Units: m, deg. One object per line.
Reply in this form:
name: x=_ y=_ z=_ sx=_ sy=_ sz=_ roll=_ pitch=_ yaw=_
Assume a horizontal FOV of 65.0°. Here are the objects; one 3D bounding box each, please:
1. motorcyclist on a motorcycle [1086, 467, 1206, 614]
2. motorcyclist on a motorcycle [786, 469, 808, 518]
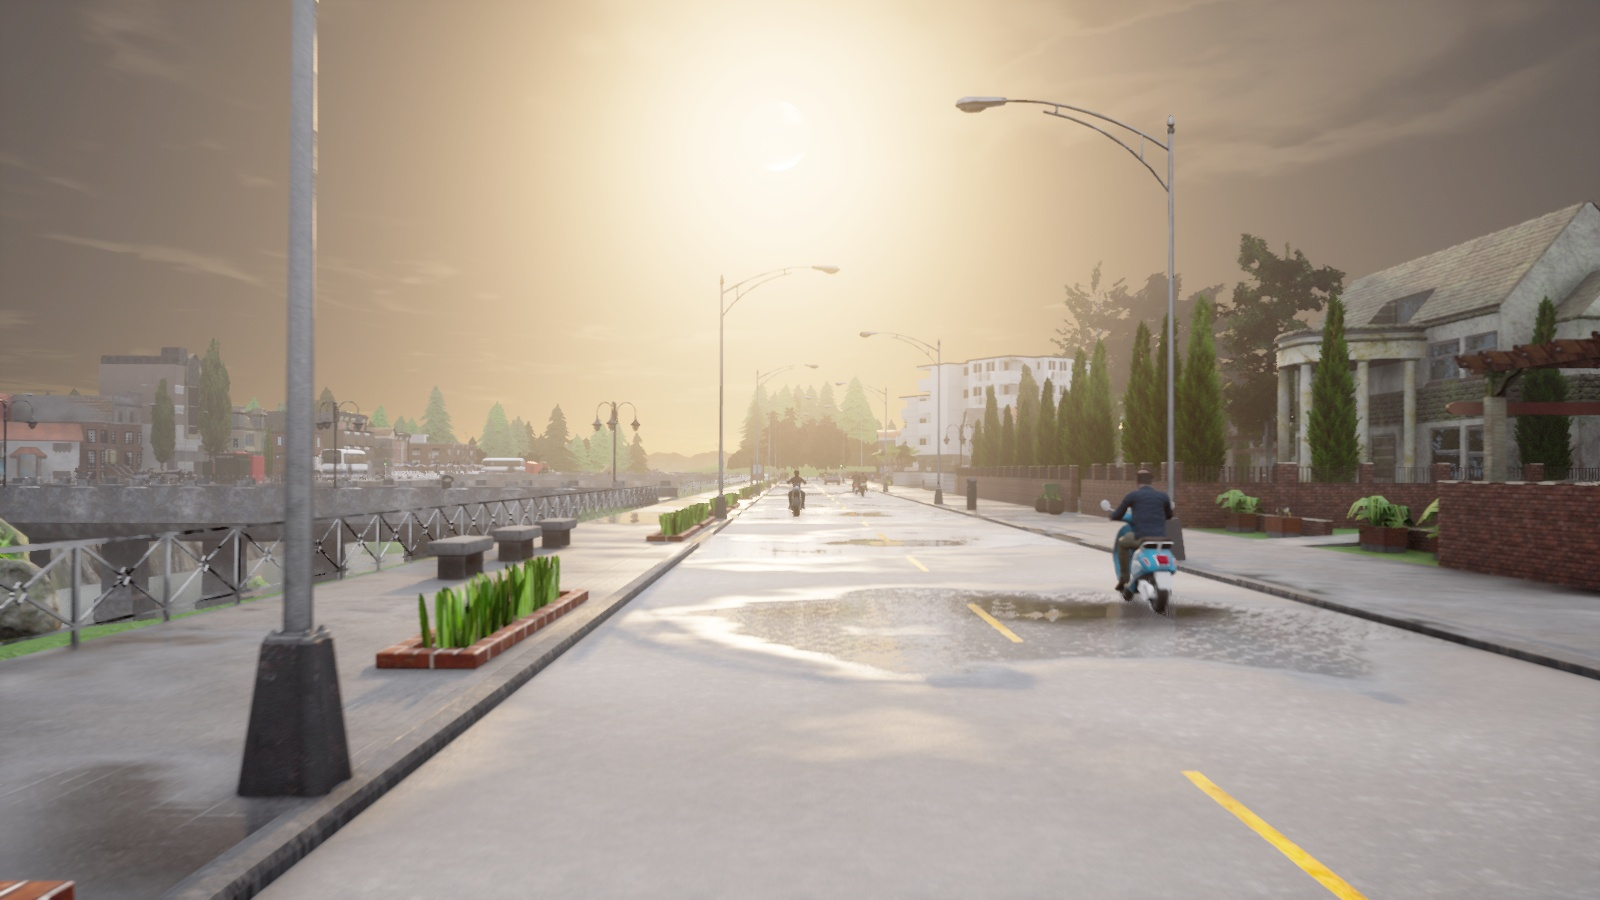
motorcyclist on a motorcycle: x=3.966 y=0.996 z=14.551 sx=0.866 sy=1.590 sz=1.817 roll=0 pitch=-1 yaw=0
motorcyclist on a motorcycle: x=-0.104 y=1.498 z=43.782 sx=0.766 sy=1.649 sz=2.350 roll=0 pitch=-1 yaw=0
